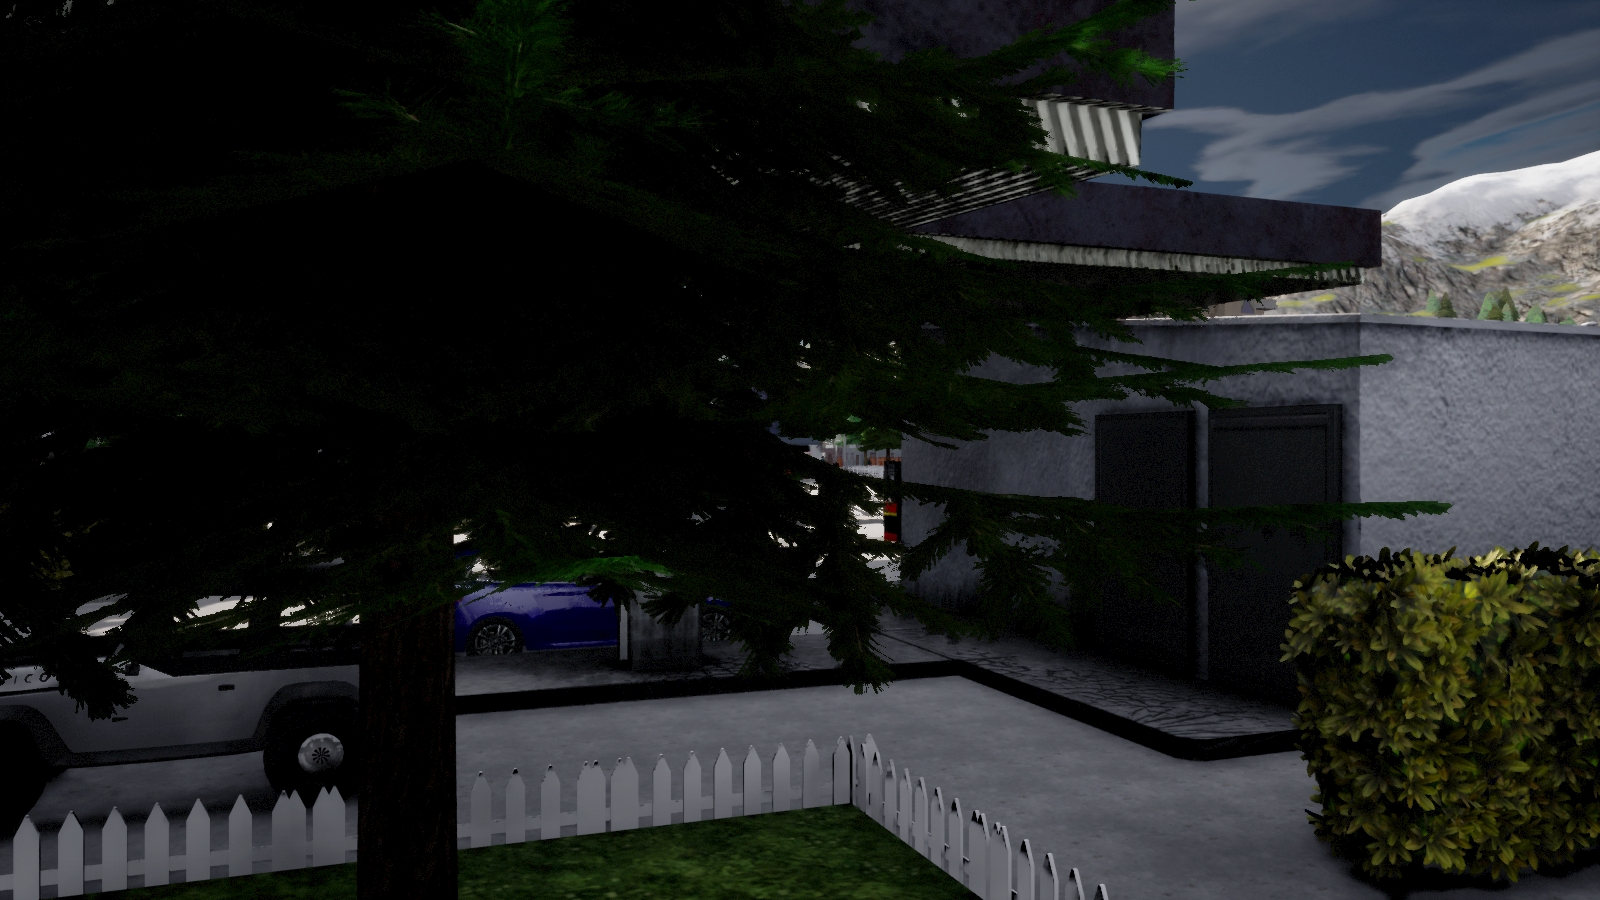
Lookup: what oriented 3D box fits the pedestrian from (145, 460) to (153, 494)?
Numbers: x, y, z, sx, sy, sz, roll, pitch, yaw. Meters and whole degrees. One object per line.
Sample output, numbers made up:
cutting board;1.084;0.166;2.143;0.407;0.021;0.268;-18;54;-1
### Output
pedestrian;-36.381;1.502;63.841;0.375;1.860;0.375;0;0;-21
